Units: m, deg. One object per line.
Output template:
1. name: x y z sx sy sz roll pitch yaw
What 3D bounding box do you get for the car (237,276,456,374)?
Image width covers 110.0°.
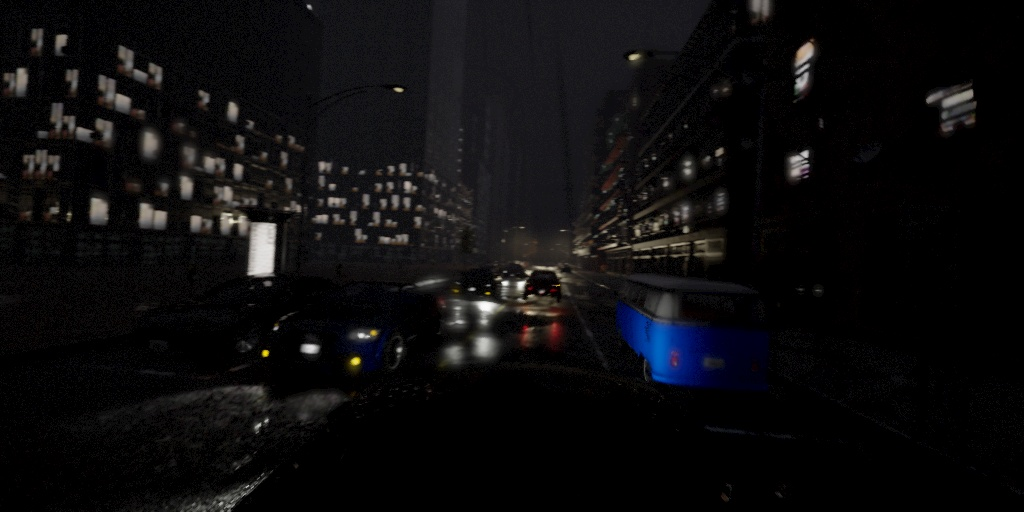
1. car: -2.739 1.193 7.222 1.994 1.385 4.181 3 0 6

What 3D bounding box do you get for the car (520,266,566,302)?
1. car: 1.630 1.463 18.687 1.812 1.442 4.674 3 0 6

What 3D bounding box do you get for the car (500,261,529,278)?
1. car: 0.299 1.485 34.656 1.812 1.442 4.674 3 -1 7

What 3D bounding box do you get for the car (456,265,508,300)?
1. car: -1.578 1.319 17.922 1.994 1.385 4.181 3 0 6

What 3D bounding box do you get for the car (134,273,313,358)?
1. car: -5.317 1.056 7.783 1.948 1.339 4.313 0 0 6

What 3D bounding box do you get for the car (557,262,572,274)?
1. car: 8.409 2.100 56.363 2.007 1.370 4.403 0 0 6

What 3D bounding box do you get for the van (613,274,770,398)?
1. van: 3.002 1.286 6.868 1.690 1.789 3.998 0 0 6

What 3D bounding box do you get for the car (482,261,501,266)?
1. car: -2.313 1.260 35.279 1.967 1.591 4.097 0 0 6
